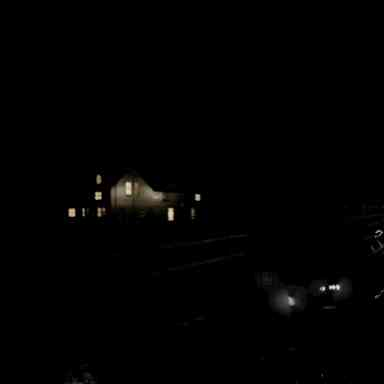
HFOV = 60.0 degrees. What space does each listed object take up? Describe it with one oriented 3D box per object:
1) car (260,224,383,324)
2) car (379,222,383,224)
[{"bbox_3d":[3.411,1.746,7.877,2.128,1.511,4.902,-4,-3,42],"label":"car"},{"bbox_3d":[9.643,1.712,14.713,2.097,1.767,4.553,-4,-3,43],"label":"car"}]
